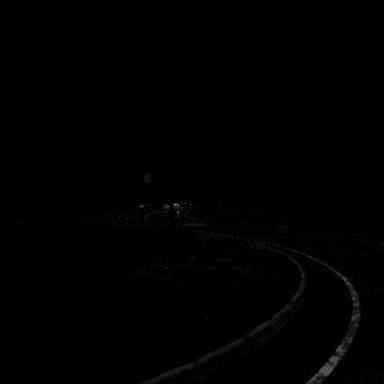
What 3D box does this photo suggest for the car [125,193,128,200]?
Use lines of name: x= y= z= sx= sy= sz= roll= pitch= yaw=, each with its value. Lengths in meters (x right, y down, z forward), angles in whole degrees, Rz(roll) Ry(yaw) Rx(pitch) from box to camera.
car: x=-18.800 y=1.260 z=80.006 sx=5.366 sy=1.575 sz=1.946 roll=1 pitch=-1 yaw=7

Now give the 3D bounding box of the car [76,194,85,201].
car: x=-20.221 y=0.743 z=66.244 sx=5.566 sy=2.045 sz=2.435 roll=1 pitch=-1 yaw=7

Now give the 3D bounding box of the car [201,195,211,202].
car: x=2.351 y=1.445 z=71.907 sx=1.837 sy=1.490 sz=4.892 roll=1 pitch=-1 yaw=7

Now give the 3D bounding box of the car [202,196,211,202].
car: x=3.660 y=1.718 z=82.280 sx=1.895 sy=1.301 sz=4.718 roll=1 pitch=-2 yaw=7

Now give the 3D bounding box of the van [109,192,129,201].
van: x=-18.161 y=1.118 z=82.748 sx=4.442 sy=1.987 sz=1.878 roll=1 pitch=-1 yaw=7

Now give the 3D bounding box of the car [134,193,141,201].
car: x=-8.348 y=0.995 z=62.675 sx=4.553 sy=1.767 sz=2.185 roll=1 pitch=-1 yaw=7

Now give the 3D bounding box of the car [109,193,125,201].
car: x=-19.120 y=1.194 z=77.365 sx=5.366 sy=1.575 sz=1.946 roll=1 pitch=-1 yaw=7
